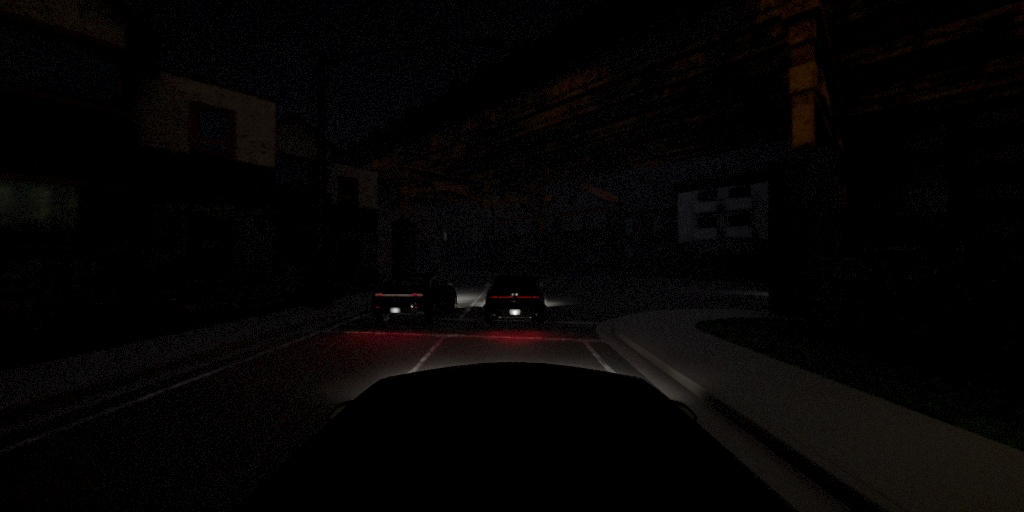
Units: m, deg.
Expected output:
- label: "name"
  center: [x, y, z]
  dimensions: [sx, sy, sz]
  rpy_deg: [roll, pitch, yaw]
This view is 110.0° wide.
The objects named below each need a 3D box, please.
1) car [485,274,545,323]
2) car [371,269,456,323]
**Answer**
- label: "car"
  center: [0.092, 1.386, 12.747]
  dimensions: [1.837, 1.490, 4.892]
  rpy_deg: [0, 0, 0]
- label: "car"
  center: [-3.247, 1.372, 12.711]
  dimensions: [2.128, 1.511, 4.902]
  rpy_deg: [0, -1, 2]
